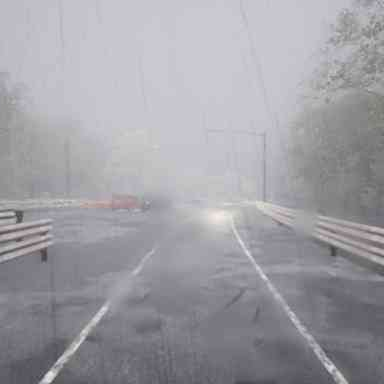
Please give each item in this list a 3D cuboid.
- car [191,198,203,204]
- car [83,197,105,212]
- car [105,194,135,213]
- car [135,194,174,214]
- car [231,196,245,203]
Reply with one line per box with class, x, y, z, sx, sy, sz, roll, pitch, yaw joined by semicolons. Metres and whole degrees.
car;1.178;2.061;78.662;1.882;1.535;5.008;0;-1;16
car;-10.533;1.361;38.592;2.097;1.767;4.553;0;-1;16
car;-7.160;1.241;37.652;2.150;2.045;5.566;0;-1;16
car;-3.783;1.290;36.600;2.150;2.045;5.566;1;0;16
car;13.111;2.400;94.545;2.033;1.411;5.357;0;-1;16
